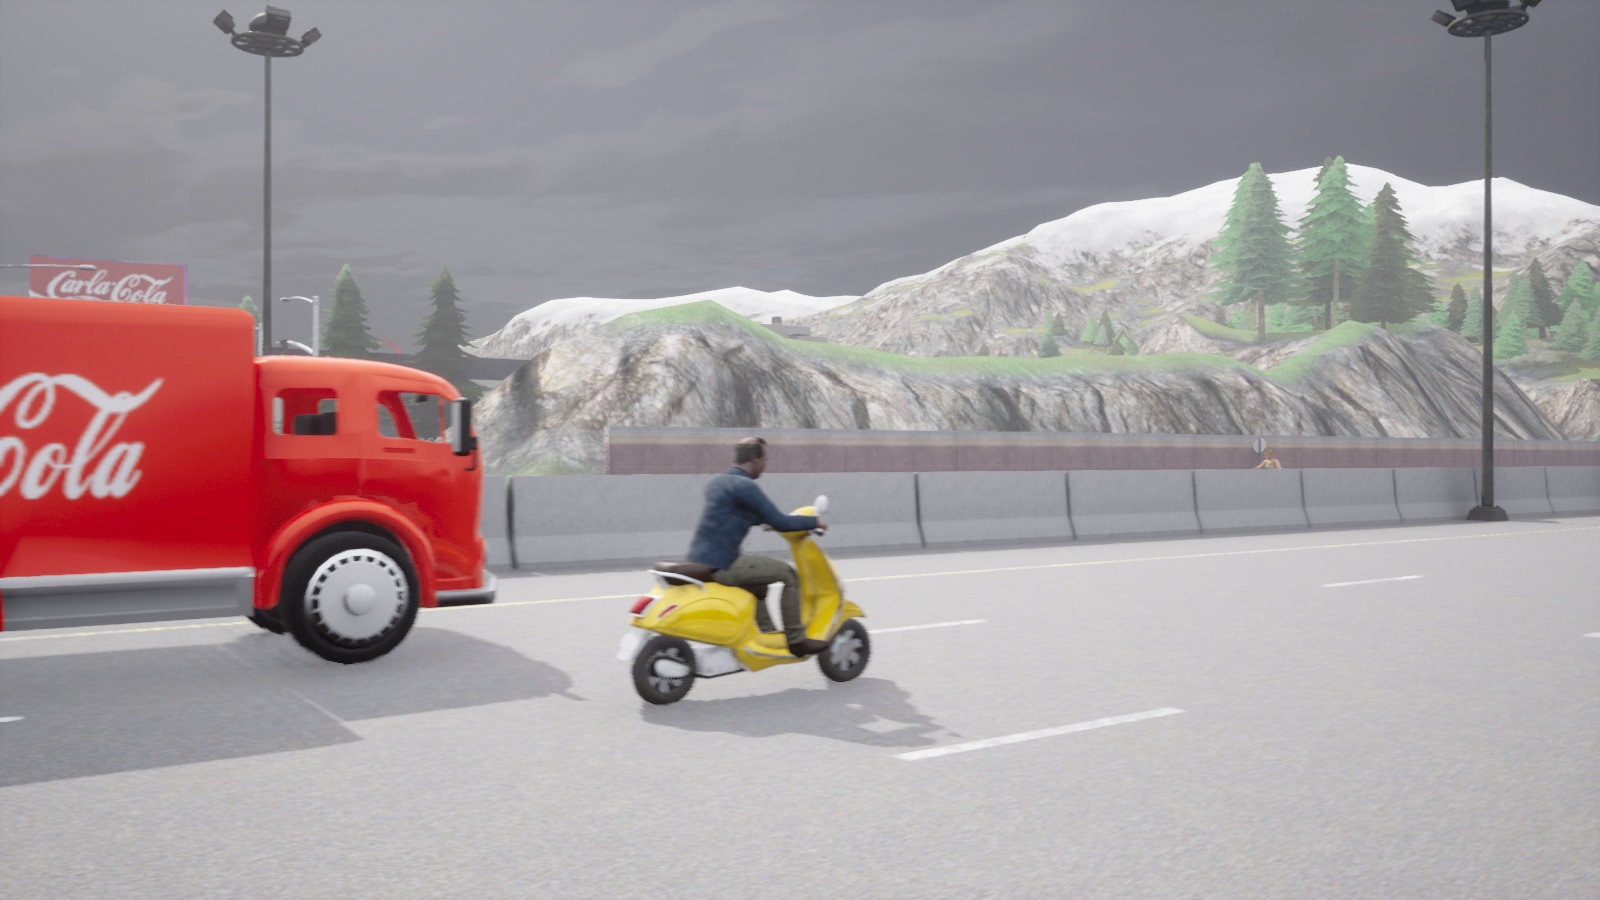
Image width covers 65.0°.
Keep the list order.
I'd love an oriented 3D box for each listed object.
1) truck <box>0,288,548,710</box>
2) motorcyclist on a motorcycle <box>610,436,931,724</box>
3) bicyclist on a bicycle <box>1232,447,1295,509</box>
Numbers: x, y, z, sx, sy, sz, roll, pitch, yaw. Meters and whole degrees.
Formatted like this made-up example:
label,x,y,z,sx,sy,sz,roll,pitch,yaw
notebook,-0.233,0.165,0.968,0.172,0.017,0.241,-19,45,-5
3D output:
label,x,y,z,sx,sy,sz,roll,pitch,yaw
truck,-4.751,0.290,8.883,5.204,2.467,2.627,0,0,-35
motorcyclist on a motorcycle,-0.160,0.718,7.812,1.817,1.590,0.866,0,0,-35
bicyclist on a bicycle,12.406,0.737,33.620,1.509,1.612,0.866,0,0,-35
